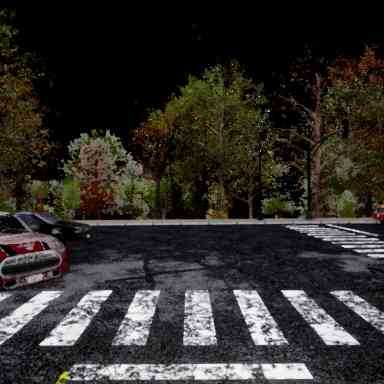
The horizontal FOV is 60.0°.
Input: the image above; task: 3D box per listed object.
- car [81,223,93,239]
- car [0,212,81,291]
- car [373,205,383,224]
[{"bbox_3d":[-7.266,1.587,14.768,5.357,1.411,2.033,-1,-1,1],"label":"car"},{"bbox_3d":[-5.245,1.312,8.608,4.553,1.767,2.097,0,1,36],"label":"car"},{"bbox_3d":[14.633,1.127,21.157,5.566,2.045,2.150,-1,-1,1],"label":"car"}]
